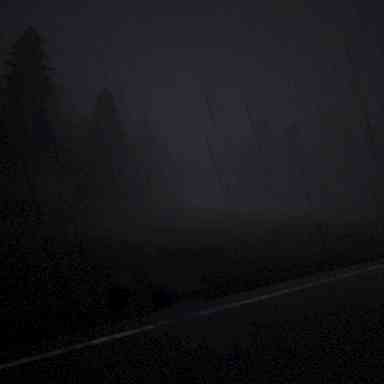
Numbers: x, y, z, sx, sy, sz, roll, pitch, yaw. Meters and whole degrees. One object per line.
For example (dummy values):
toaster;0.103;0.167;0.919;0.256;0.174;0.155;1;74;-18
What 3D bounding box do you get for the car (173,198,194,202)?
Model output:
car;-1.332;1.636;50.984;2.128;1.511;4.902;0;0;-35
